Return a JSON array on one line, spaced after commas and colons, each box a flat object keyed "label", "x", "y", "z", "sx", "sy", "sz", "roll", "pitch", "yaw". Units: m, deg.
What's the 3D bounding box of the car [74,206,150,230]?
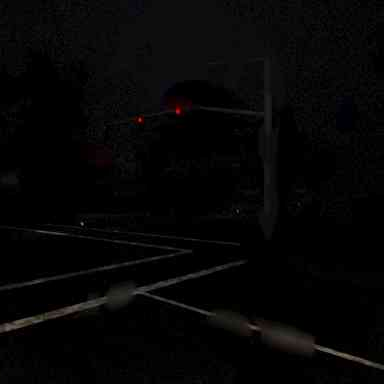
[{"label": "car", "x": -5.104, "y": 1.601, "z": 21.518, "sx": 1.895, "sy": 1.301, "sz": 4.718, "roll": 0, "pitch": 0, "yaw": 41}]

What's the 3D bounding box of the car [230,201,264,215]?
[{"label": "car", "x": 5.937, "y": 1.601, "z": 34.206, "sx": 1.895, "sy": 1.301, "sz": 4.718, "roll": 0, "pitch": 0, "yaw": 41}]

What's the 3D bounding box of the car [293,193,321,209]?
[{"label": "car", "x": 15.873, "y": 1.219, "z": 45.613, "sx": 2.150, "sy": 2.045, "sz": 5.566, "roll": 0, "pitch": 0, "yaw": 41}]
